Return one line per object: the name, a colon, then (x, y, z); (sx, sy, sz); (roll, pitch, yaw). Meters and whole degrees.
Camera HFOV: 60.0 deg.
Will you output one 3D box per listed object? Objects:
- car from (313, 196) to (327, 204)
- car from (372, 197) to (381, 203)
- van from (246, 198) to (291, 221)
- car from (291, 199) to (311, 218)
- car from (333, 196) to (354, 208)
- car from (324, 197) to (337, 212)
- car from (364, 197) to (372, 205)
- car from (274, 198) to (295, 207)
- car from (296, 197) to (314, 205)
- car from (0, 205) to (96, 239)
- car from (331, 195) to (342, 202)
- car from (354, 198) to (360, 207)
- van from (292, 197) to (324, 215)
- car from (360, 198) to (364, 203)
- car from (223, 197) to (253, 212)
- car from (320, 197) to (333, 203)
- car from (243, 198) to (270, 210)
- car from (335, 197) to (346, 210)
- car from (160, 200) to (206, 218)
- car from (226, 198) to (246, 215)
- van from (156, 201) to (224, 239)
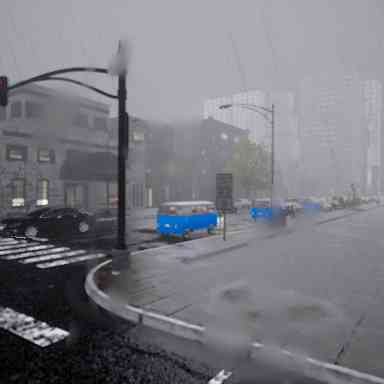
car: (27.744, 1.711, 72.095); (1.752, 1.417, 4.829); (0, 0, 35)
car: (44.196, 1.889, 80.985); (1.947, 1.339, 4.313); (0, 0, 35)
van: (6.198, 1.426, 26.702); (1.690, 1.788, 3.998); (0, 0, 35)
car: (9.363, 1.646, 31.225); (1.887, 1.381, 4.507); (0, 0, 35)
car: (22.032, 1.487, 49.320); (2.192, 1.841, 5.009); (0, 0, 35)
car: (15.795, 1.661, 40.412); (1.752, 1.417, 4.829); (0, 0, 35)
car: (34.696, 1.800, 67.414); (1.887, 1.381, 4.507); (0, 0, 35)
car: (15.175, 1.648, 54.140); (1.887, 1.381, 4.507); (0, 0, 35)
car: (21.508, 1.688, 63.187); (1.887, 1.381, 4.507); (0, 0, 35)
car: (-7.481, 1.501, 17.662); (1.837, 1.490, 4.892); (1, 0, 39)
car: (37.341, 1.694, 85.805); (1.967, 1.590, 4.097); (0, 0, 35)
car: (25.198, 1.507, 53.844); (2.192, 1.841, 5.009); (0, 0, 35)
van: (12.532, 1.459, 35.749); (1.690, 1.788, 3.998); (0, 0, 35)
car: (28.461, 1.738, 58.506); (1.752, 1.417, 4.829); (0, 0, 35)
car: (5.677, 1.489, 40.570); (1.967, 1.590, 4.097); (0, 0, 35)
car: (31.007, 1.774, 76.758); (1.947, 1.339, 4.313); (0, 0, 35)
car: (8.842, 1.611, 45.094); (1.887, 1.381, 4.507); (0, 0, 35)
car: (18.863, 1.719, 44.796); (1.947, 1.339, 4.313); (0, 0, 35)
car: (-0.755, 1.541, 31.383); (1.752, 1.417, 4.829); (0, 0, 35)
car: (3.056, 1.549, 32.303); (1.837, 1.490, 4.892); (1, 0, 35)
van: (-0.135, 1.397, 17.654); (1.690, 1.788, 3.998); (0, 0, 35)
